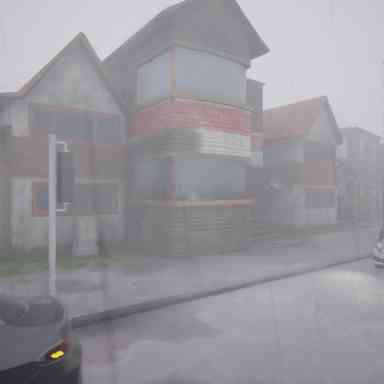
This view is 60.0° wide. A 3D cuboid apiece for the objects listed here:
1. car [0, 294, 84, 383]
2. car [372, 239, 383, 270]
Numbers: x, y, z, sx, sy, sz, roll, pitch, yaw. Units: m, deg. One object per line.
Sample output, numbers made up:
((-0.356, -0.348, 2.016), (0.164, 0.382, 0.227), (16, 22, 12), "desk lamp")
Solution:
((-3.174, 1.526, 2.283), (4.674, 1.442, 1.812), (0, 0, -37), "car")
((7.277, 1.526, 9.989), (4.674, 1.442, 1.812), (0, 0, -36), "car")
